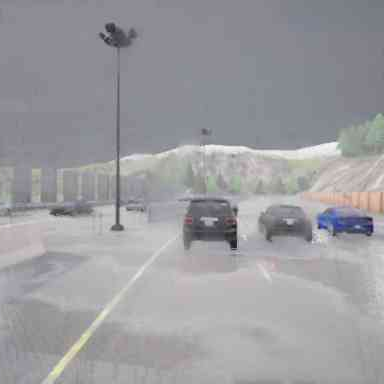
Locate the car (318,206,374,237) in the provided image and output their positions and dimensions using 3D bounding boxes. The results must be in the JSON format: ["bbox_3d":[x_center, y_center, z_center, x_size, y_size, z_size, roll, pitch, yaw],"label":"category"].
[{"bbox_3d":[8.315,1.543,18.583,1.882,1.535,5.008,0,0,7],"label":"car"}]

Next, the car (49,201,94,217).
[{"bbox_3d":[-11.225,1.575,31.544,2.033,1.411,5.357,0,0,10],"label":"car"}]

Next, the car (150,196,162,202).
[{"bbox_3d":[-8.226,1.609,73.473,2.033,1.411,5.357,0,0,15],"label":"car"}]

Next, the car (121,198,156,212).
[{"bbox_3d":[-6.167,1.661,39.138,1.895,1.301,4.718,0,0,12],"label":"car"}]

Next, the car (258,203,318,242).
[{"bbox_3d":[4.628,1.402,17.040,2.097,1.767,4.553,0,0,6],"label":"car"}]

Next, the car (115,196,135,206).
[{"bbox_3d":[-10.238,1.425,52.286,2.097,1.767,4.553,0,0,14],"label":"car"}]

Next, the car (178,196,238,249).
[{"bbox_3d":[0.872,1.255,14.870,2.150,2.045,5.566,0,0,5],"label":"car"}]

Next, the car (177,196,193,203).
[{"bbox_3d":[-1.477,1.627,71.615,2.033,1.411,5.357,0,0,15],"label":"car"}]

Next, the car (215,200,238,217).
[{"bbox_3d":[3.511,1.605,32.986,1.812,1.442,4.674,0,0,11],"label":"car"}]
